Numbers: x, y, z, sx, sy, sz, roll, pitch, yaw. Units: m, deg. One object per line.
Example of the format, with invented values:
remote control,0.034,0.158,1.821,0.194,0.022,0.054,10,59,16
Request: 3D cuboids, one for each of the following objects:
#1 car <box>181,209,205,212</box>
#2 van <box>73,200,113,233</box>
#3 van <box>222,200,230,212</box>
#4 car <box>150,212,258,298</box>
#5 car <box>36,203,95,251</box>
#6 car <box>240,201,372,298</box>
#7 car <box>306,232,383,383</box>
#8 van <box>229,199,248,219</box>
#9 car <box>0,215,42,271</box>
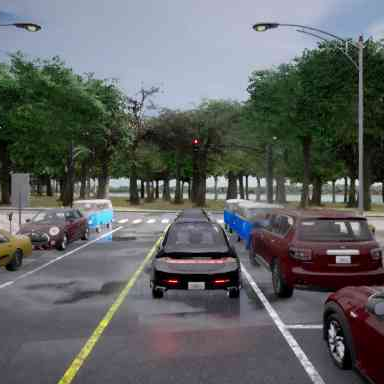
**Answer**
car,0.045,1.565,17.399,1.994,1.385,4.181,0,0,1
van,-5.777,1.343,19.320,1.690,1.788,3.998,0,0,0
van,2.748,1.343,19.325,1.690,1.788,3.998,0,0,0
car,0.084,1.492,8.480,2.128,1.511,4.902,0,0,0
car,-5.774,1.441,13.882,1.967,1.590,4.097,0,0,0
car,2.755,1.315,8.450,2.192,1.841,5.009,0,0,0
car,2.759,1.440,3.012,1.967,1.590,4.097,0,0,0
van,2.751,1.342,13.888,1.690,1.788,3.998,0,0,0
car,-5.770,1.526,8.275,1.752,1.417,4.829,0,0,0
